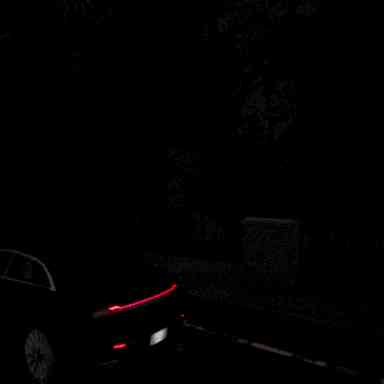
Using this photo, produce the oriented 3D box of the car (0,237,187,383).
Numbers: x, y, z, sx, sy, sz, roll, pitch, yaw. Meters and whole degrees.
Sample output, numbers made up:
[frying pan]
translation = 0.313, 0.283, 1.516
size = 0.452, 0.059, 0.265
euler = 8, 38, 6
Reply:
[car]
translation = -2.365, 1.498, 5.362
size = 4.902, 1.511, 2.128
euler = 0, 0, 36
